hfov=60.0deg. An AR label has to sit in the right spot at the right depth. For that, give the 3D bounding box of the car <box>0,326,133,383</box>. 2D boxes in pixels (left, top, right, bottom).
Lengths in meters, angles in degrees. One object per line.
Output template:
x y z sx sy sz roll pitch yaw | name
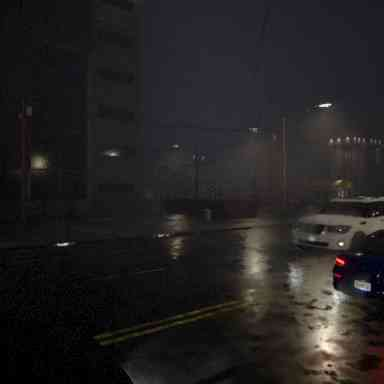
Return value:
-2.909 1.547 1.677 5.357 1.411 2.033 0 0 -35 | car

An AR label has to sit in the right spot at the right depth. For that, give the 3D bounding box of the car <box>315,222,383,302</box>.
4.968 1.526 7.332 4.674 1.442 1.812 0 0 -35 | car

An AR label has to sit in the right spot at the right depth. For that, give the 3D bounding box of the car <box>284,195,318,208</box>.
15.141 1.254 45.967 4.553 1.767 2.185 0 0 -36 | car

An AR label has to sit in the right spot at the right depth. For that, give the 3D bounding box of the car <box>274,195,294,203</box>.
19.162 1.452 69.026 3.806 1.475 1.970 0 0 -36 | car

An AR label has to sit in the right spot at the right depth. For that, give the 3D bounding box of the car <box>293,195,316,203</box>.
22.065 1.420 65.023 4.674 1.452 2.002 0 0 -36 | car

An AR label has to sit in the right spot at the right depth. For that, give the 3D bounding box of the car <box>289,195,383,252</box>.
6.289 1.221 12.781 5.566 2.045 2.150 0 0 -35 | car

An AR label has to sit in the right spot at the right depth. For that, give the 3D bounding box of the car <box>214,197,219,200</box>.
4.416 1.575 60.548 4.718 1.301 1.895 0 0 -36 | car
